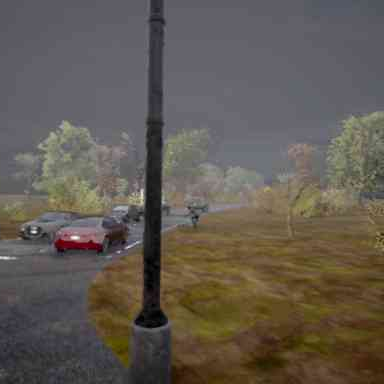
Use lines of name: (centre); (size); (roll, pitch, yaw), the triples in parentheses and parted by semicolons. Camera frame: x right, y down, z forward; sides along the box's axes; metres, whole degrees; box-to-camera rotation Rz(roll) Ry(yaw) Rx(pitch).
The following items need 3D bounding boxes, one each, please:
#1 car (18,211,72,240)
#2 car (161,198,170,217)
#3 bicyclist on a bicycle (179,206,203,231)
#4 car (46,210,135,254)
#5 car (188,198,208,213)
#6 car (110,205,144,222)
car: (-7.010, 1.681, 17.293); (1.994, 1.385, 4.181); (1, -1, 8)
car: (-4.003, 1.653, 37.588); (2.150, 2.045, 5.566); (1, -1, 10)
bicyclist on a bicycle: (-0.055, 1.750, 21.926); (1.656, 1.620, 0.582); (1, -1, 8)
car: (-4.110, 1.692, 14.279); (1.994, 1.385, 4.181); (1, -1, 6)
car: (0.951, 1.864, 47.123); (2.150, 2.045, 5.566); (1, -1, 11)
car: (-5.639, 1.798, 27.444); (1.812, 1.442, 4.674); (1, -1, 9)
